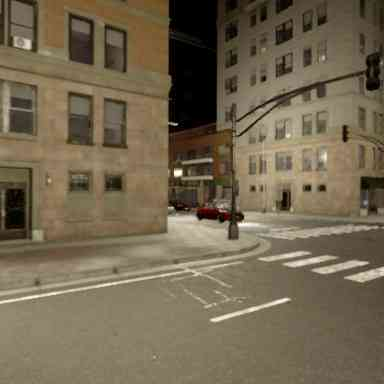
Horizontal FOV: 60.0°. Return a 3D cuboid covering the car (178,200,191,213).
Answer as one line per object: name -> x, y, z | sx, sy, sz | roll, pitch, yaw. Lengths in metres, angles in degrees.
car -> -1.888, 1.546, 36.129 | 1.812, 1.442, 4.674 | 0, 0, -35

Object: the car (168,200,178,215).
car -> -3.700, 1.605, 33.578 | 1.895, 1.301, 4.718 | 0, 0, -35

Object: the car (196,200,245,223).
car -> 2.112, 1.576, 25.374 | 1.994, 1.385, 4.181 | 0, 0, -35
